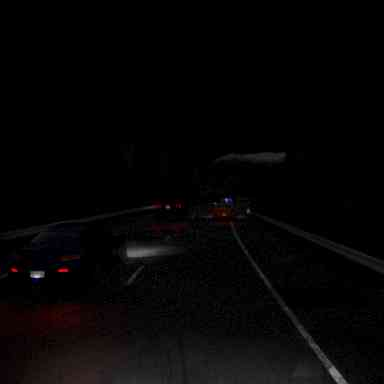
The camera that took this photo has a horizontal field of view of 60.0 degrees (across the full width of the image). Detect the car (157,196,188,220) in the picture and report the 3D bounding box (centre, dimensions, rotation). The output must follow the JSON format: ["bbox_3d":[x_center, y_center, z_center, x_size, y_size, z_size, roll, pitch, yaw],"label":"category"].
[{"bbox_3d":[-1.682,1.367,29.985,2.150,2.045,5.566,0,0,6],"label":"car"}]

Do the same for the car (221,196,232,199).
[{"bbox_3d":[3.895,1.720,45.998,2.128,1.511,4.902,0,0,11],"label":"car"}]

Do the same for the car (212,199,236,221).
[{"bbox_3d":[2.769,1.621,28.519,1.882,1.535,5.008,0,0,6],"label":"car"}]

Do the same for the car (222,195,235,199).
[{"bbox_3d":[6.300,1.515,58.505,2.150,2.045,5.566,0,0,12],"label":"car"}]

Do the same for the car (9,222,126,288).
[{"bbox_3d":[-3.171,1.569,9.285,1.812,1.442,4.674,0,0,2],"label":"car"}]
